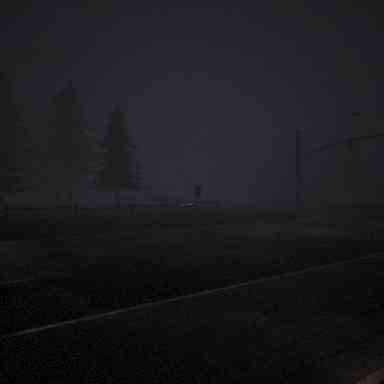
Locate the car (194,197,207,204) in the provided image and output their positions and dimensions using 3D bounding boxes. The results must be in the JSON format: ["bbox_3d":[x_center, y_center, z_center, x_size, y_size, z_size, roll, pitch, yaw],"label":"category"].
[{"bbox_3d":[0.449,1.641,65.721,1.994,1.385,4.181,0,0,-34],"label":"car"}]

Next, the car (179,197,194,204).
[{"bbox_3d":[-2.440,1.619,63.740,2.033,1.411,5.357,0,0,-34],"label":"car"}]

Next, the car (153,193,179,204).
[{"bbox_3d":[-5.313,1.286,61.715,2.150,2.045,5.566,0,0,-34],"label":"car"}]

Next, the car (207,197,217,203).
[{"bbox_3d":[3.321,1.642,67.755,1.994,1.385,4.181,0,0,-35],"label":"car"}]
